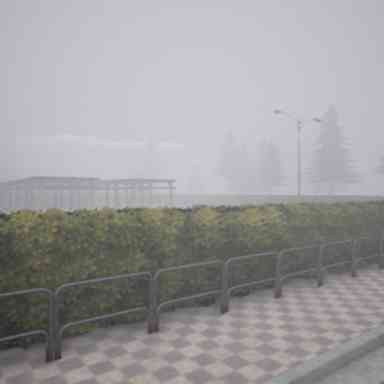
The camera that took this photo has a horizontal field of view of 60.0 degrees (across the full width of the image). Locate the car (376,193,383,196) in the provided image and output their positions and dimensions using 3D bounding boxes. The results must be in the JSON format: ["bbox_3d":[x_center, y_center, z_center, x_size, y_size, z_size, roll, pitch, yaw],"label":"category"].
[{"bbox_3d":[45.320,1.235,79.091,2.150,2.045,5.566,0,0,5],"label":"car"}]
